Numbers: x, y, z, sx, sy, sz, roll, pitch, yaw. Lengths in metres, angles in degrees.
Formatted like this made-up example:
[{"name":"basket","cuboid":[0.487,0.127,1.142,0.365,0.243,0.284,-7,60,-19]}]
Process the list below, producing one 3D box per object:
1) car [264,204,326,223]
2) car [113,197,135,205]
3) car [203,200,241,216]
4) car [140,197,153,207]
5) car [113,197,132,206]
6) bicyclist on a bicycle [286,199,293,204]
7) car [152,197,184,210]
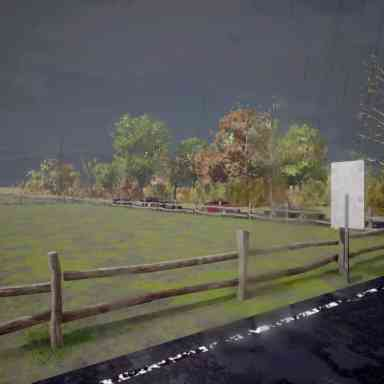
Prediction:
[{"name":"car","cuboid":[8.081,1.628,26.406,1.895,1.301,4.718,0,0,-35]},{"name":"car","cuboid":[-12.540,1.590,61.227,2.033,1.411,5.357,0,0,-35]},{"name":"car","cuboid":[2.901,1.564,33.893,1.812,1.442,4.674,0,0,-35]},{"name":"car","cuboid":[-6.594,1.525,52.714,1.882,1.535,5.008,0,0,-34]},{"name":"car","cuboid":[-11.485,1.513,54.865,1.994,1.385,4.181,0,0,-35]},{"name":"bicyclist on a bicycle","cuboid":[9.956,1.491,34.192,1.656,1.620,0.582,0,0,-35]},{"name":"car","cuboid":[-2.843,1.608,42.214,1.994,1.385,4.181,0,0,-35]}]
